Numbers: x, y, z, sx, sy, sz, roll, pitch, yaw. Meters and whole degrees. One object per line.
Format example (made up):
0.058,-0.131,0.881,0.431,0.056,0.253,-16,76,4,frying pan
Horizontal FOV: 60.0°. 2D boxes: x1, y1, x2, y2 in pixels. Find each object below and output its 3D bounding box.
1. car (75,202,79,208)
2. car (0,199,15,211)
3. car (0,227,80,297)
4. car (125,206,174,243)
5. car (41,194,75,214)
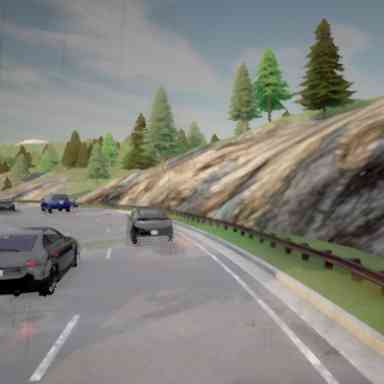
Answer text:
-17.242,1.619,45.465,1.895,1.301,4.718,-1,0,-41,car
-23.232,1.620,41.052,2.128,1.511,4.902,-1,0,-38,car
-4.219,1.581,8.591,1.994,1.385,4.181,-1,0,-9,car
-2.115,1.440,15.937,2.128,1.511,4.902,-1,0,-14,car
-15.287,1.254,37.161,2.150,2.045,5.566,0,0,-35,car
